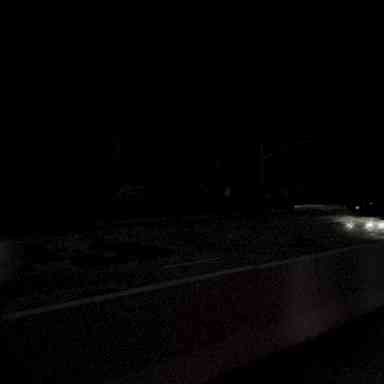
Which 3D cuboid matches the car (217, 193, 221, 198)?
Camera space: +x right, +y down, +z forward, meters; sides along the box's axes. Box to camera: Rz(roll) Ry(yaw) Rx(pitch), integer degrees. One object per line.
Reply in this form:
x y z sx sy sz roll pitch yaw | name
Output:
5.417 0.871 70.341 1.994 1.385 4.181 -1 1 -6 | car

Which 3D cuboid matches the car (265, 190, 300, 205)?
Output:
12.091 0.704 45.936 2.150 2.045 5.566 -1 1 -39 | car

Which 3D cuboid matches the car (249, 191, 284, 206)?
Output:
9.240 1.012 43.998 1.882 1.535 5.008 -1 1 -35 | car

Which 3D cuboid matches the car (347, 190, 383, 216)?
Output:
15.118 0.828 27.455 5.566 2.045 2.150 -1 1 -35 | car

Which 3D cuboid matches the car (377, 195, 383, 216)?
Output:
15.386 1.117 23.368 5.008 1.535 1.882 -1 1 -35 | car
